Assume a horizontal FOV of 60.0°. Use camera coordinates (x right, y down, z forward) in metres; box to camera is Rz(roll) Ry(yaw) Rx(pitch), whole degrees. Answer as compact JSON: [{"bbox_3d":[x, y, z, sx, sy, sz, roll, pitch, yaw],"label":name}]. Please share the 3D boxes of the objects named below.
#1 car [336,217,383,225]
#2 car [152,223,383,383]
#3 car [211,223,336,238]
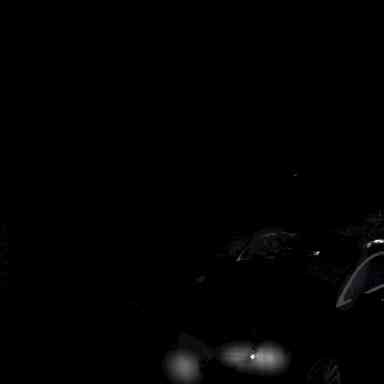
[{"bbox_3d":[5.284,1.501,10.415,4.403,1.369,2.008,0,0,-35],"label":"car"},{"bbox_3d":[1.921,1.471,4.747,4.902,1.511,2.128,0,0,-35],"label":"car"},{"bbox_3d":[1.219,1.525,7.517,4.403,1.369,2.008,0,0,-35],"label":"car"}]
